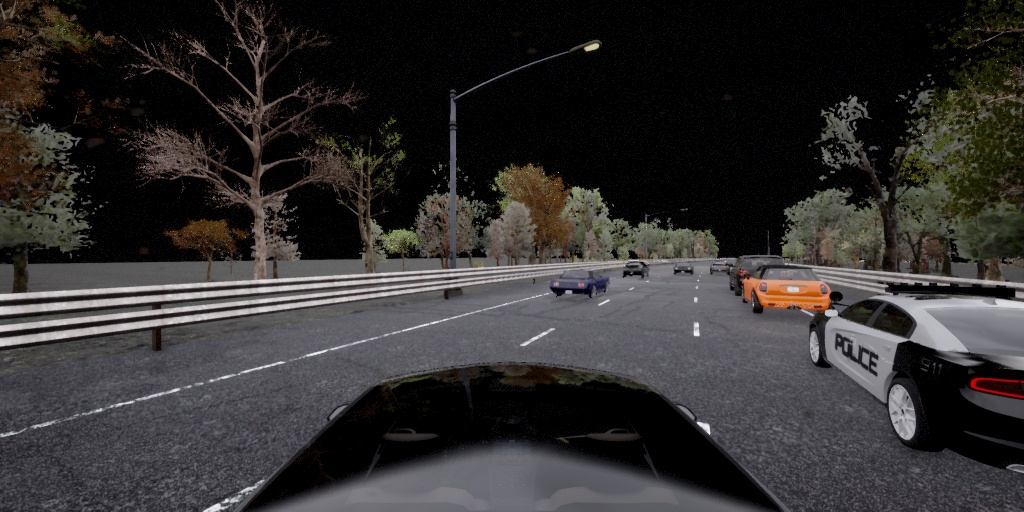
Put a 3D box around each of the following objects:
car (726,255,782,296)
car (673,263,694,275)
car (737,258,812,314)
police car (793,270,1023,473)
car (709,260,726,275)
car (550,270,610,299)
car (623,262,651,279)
[{"bbox_3d":[12.789,0.978,18.759,2.150,2.045,5.566,0,0,28],"label":"car"},{"bbox_3d":[19.059,1.369,39.652,1.895,1.301,4.718,0,0,29],"label":"car"},{"bbox_3d":[10.035,1.102,13.446,2.097,1.767,4.553,0,0,27],"label":"car"},{"bbox_3d":[5.644,1.175,4.758,1.930,1.638,5.238,0,0,26],"label":"police car"},{"bbox_3d":[22.686,1.262,39.136,2.128,1.511,4.902,0,0,30],"label":"car"},{"bbox_3d":[3.623,1.352,18.322,1.895,1.301,4.718,0,0,27],"label":"car"},{"bbox_3d":[11.646,1.264,33.461,1.837,1.490,4.892,0,-1,29],"label":"car"}]
